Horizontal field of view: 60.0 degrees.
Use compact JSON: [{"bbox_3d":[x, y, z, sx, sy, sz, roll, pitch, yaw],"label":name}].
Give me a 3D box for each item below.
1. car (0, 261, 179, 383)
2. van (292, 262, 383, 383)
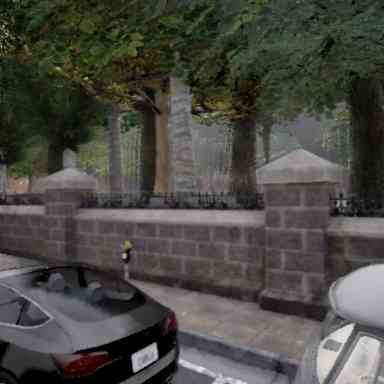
[{"bbox_3d":[-2.144,1.595,4.298,4.313,1.339,1.947,-1,-1,35],"label":"car"},{"bbox_3d":[2.332,1.326,1.192,3.998,1.788,1.690,-1,-1,35],"label":"van"}]
